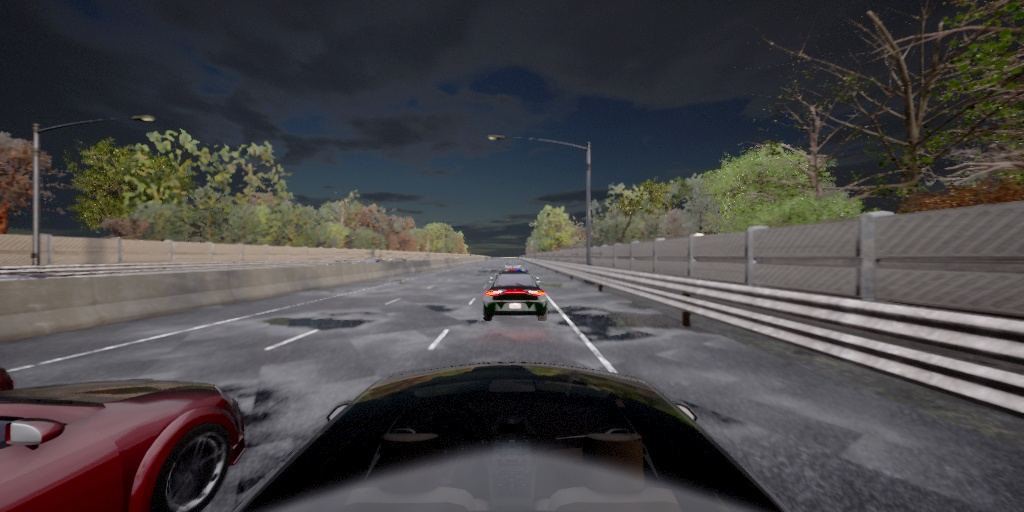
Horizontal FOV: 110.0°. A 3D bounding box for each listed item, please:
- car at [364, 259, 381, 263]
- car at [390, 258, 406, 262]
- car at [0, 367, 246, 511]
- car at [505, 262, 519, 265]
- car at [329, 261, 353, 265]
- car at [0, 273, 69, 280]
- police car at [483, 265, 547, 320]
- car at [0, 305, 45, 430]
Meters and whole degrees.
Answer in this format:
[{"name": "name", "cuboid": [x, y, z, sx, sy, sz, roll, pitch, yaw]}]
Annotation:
[{"name": "car", "cuboid": [-21.071, 1.241, 53.995, 1.882, 1.535, 5.008, 0, 0, 0]}, {"name": "car", "cuboid": [-17.571, 1.116, 55.230, 2.097, 1.767, 4.553, 0, 0, 0]}, {"name": "car", "cuboid": [-3.403, 1.314, 1.515, 1.994, 1.385, 4.181, 0, 0, 0]}, {"name": "car", "cuboid": [0.085, 1.361, 44.410, 1.895, 1.301, 4.718, 0, 0, 0]}, {"name": "car", "cuboid": [-24.572, 1.364, 51.897, 1.895, 1.301, 4.718, 0, 0, 1]}, {"name": "car", "cuboid": [-17.603, 1.318, 12.742, 1.994, 1.385, 4.181, 0, 0, 0]}, {"name": "police car", "cuboid": [0.097, 1.257, 12.700, 2.038, 1.542, 4.974, 0, 0, 0]}, {"name": "car", "cuboid": [-6.902, 1.315, 2.441, 1.994, 1.385, 4.181, 0, 0, 0]}]
